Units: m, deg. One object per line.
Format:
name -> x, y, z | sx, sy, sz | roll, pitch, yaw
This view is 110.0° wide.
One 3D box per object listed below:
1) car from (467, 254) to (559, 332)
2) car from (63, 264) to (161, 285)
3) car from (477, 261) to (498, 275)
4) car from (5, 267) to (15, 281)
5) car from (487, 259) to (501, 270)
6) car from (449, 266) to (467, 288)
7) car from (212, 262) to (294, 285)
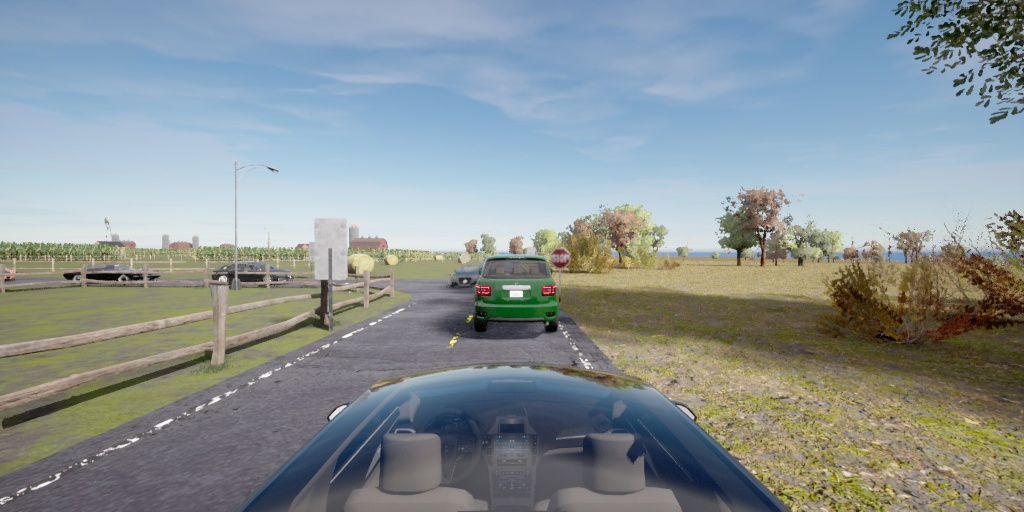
car -> 0.114, 0.972, 10.980 | 2.150, 2.045, 5.566 | 0, 0, 0
car -> -26.688, 1.198, 24.074 | 4.718, 1.301, 1.895 | 0, 1, 0
car -> -2.770, 1.317, 41.537 | 2.033, 1.411, 5.357 | 0, 0, 0
car -> -36.637, 0.879, 24.001 | 4.553, 1.767, 2.097 | 0, 1, 0
car -> -2.728, 1.265, 54.698 | 1.882, 1.535, 5.008 | 0, 0, 0
car -> -2.805, 1.313, 23.392 | 1.994, 1.385, 4.181 | 0, 0, 0
car -> -17.354, 1.166, 24.151 | 4.892, 1.490, 1.837 | 0, 1, 0
